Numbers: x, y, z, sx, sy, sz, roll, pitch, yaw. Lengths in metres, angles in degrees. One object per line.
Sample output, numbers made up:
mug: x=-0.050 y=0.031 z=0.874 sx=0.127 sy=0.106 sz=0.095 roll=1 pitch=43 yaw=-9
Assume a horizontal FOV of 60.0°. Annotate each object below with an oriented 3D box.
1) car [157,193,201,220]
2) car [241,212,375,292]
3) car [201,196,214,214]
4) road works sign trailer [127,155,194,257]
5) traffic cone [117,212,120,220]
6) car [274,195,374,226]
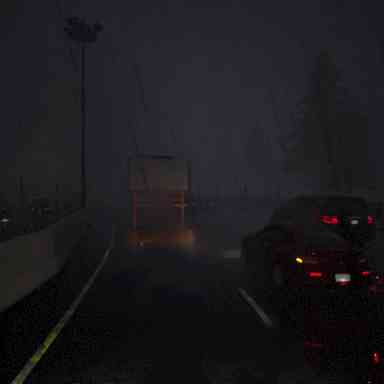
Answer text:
car: x=-1.368 y=1.105 z=27.441 sx=2.150 sy=2.045 sz=5.566 roll=0 pitch=0 yaw=-17
car: x=2.667 y=1.487 z=8.746 sx=1.812 sy=1.442 sz=4.674 roll=0 pitch=0 yaw=-6
car: x=0.414 y=1.212 z=32.873 sx=2.097 sy=1.767 sz=4.553 roll=0 pitch=0 yaw=-20
road works sign trailer: x=-1.295 y=0.410 z=12.879 sx=2.380 sy=3.560 sz=2.880 roll=0 pitch=0 yaw=-12
traffic cone: x=-5.575 y=1.849 z=25.253 sx=0.340 sy=0.580 sz=0.340 roll=0 pitch=0 yaw=-12
car: x=5.364 y=1.158 z=14.532 sx=2.150 sy=2.045 sz=5.566 roll=0 pitch=0 yaw=-9
